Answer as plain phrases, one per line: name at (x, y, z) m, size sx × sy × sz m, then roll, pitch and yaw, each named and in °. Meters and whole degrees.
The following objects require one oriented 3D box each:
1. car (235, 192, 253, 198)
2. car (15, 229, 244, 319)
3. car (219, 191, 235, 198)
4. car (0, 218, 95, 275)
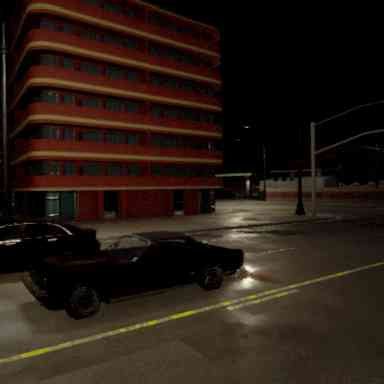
car at (13.209, 0.803, 82.140) m, size 3.806 × 1.475 × 1.970 m, roll -1°, pitch 1°, yaw -35°
car at (-1.144, 1.599, 7.466) m, size 4.718 × 1.301 × 1.895 m, roll 0°, pitch 0°, yaw -35°
car at (9.240, 0.657, 86.364) m, size 4.611 × 1.667 × 2.242 m, roll -1°, pitch 1°, yaw -35°
car at (-4.980, 1.504, 9.034) m, size 4.892 × 1.490 × 1.837 m, roll 0°, pitch 0°, yaw -35°
